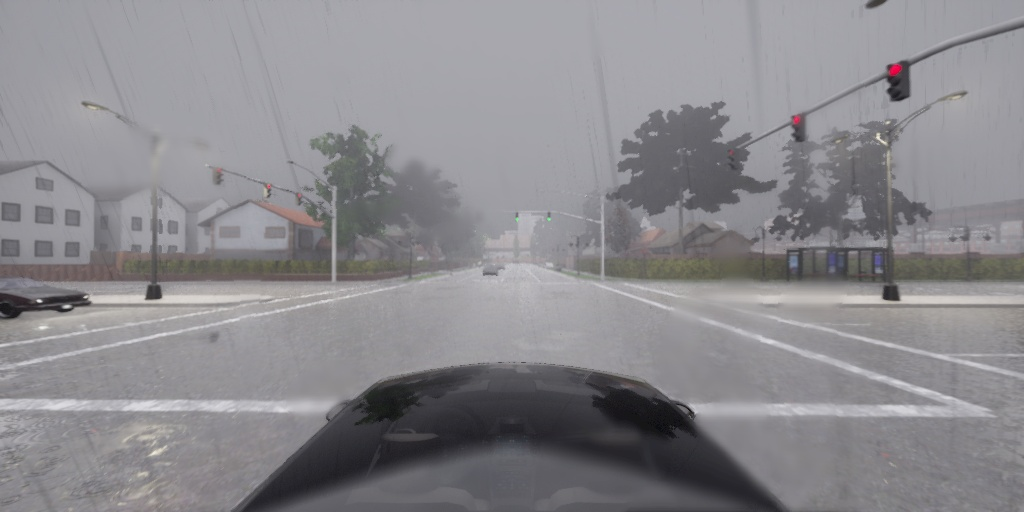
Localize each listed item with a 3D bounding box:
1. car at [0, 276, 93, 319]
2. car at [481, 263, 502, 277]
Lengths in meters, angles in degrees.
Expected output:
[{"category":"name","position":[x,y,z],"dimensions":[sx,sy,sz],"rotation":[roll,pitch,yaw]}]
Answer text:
[{"category":"car","position":[-18.820,1.455,12.996],"dimensions":[5.357,1.411,2.033],"rotation":[0,-1,-1]},{"category":"car","position":[-2.629,1.828,44.434],"dimensions":[1.837,1.490,4.892],"rotation":[0,1,1]}]
